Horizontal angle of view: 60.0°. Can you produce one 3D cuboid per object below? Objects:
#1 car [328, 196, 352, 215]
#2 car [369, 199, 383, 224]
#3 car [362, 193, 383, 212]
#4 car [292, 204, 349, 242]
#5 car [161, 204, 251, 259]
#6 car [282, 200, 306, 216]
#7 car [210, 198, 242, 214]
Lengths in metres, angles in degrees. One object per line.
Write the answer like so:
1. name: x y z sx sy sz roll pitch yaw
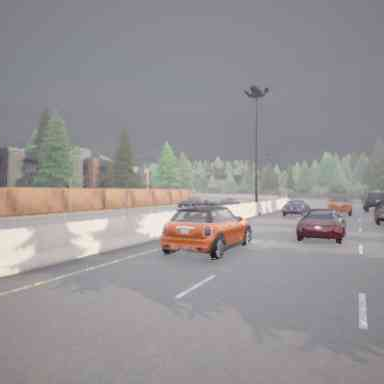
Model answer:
1. car: 14.551 1.272 32.676 2.097 1.767 4.553 0 0 26
2. car: 13.907 1.491 23.448 2.033 1.411 5.357 0 0 27
3. car: 20.268 1.127 36.863 2.150 2.045 5.566 0 0 24
4. car: 6.383 1.523 16.257 1.994 1.385 4.181 0 0 27
5. car: 0.725 1.317 12.788 2.097 1.767 4.553 0 0 27
6. car: 9.532 1.469 30.346 2.033 1.411 5.357 0 0 27
7. car: 3.641 1.412 34.739 1.837 1.490 4.892 0 0 26
